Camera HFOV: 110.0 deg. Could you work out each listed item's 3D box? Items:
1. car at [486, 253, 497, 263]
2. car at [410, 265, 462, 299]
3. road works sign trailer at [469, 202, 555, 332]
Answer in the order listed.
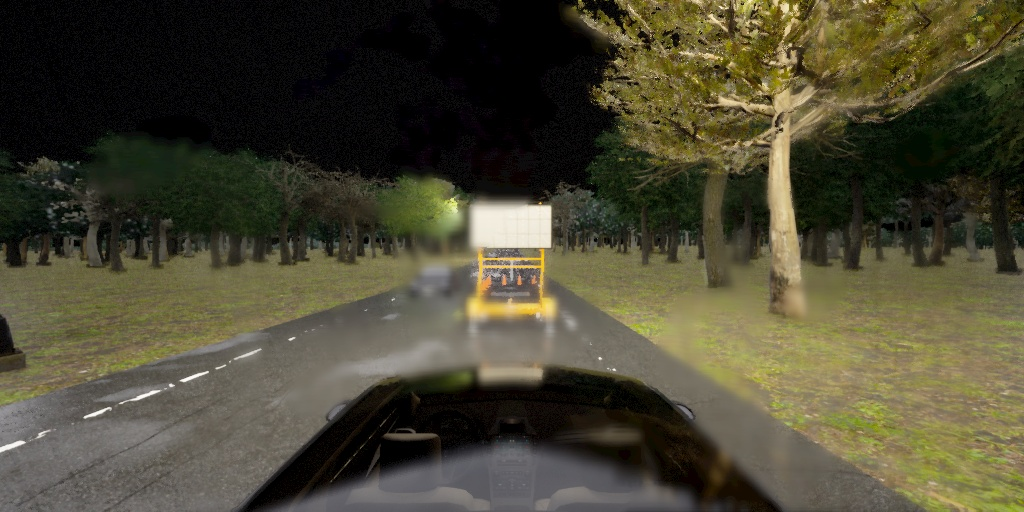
[{"bbox_3d":[-3.545,0.311,62.343,2.128,1.511,4.902,0,2,0],"label":"car"},{"bbox_3d":[-3.612,1.210,17.722,1.812,1.442,4.674,0,0,0],"label":"car"},{"bbox_3d":[-0.007,0.195,10.731,2.380,3.560,2.880,0,0,0],"label":"road works sign trailer"}]
